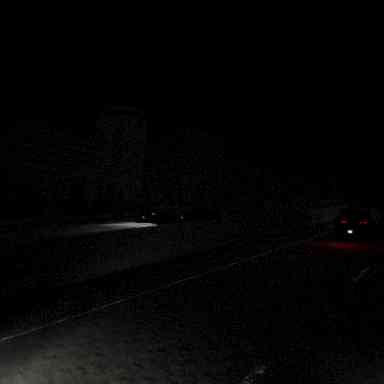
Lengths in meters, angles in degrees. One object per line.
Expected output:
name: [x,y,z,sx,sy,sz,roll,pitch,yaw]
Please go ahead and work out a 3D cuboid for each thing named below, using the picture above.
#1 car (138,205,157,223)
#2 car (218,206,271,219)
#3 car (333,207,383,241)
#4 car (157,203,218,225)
car: [-2.152,1.611,26.343,1.812,1.442,4.674,0,0,37]
car: [3.951,1.640,22.797,1.994,1.385,4.181,0,0,38]
car: [8.775,1.565,17.258,1.837,1.490,4.892,0,0,37]
car: [0.081,1.555,23.504,1.882,1.535,5.008,0,0,37]
